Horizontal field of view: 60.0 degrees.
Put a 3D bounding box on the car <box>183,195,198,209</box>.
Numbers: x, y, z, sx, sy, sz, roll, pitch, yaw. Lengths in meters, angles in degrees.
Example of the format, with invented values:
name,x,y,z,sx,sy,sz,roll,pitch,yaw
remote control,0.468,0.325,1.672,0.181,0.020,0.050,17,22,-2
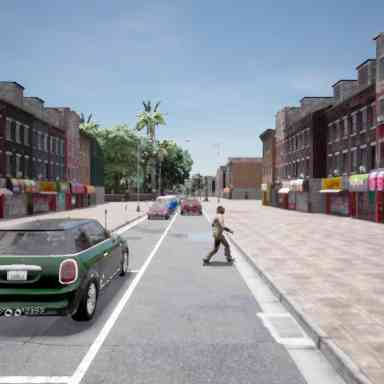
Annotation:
name,x,y,z,sx,sy,sz,roll,pitch,yaw
car,-0.207,1.395,47.157,2.097,1.767,4.553,0,0,0

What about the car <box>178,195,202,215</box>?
name,x,y,z,sx,sy,sz,roll,pitch,yaw
car,-0.091,1.374,34.382,2.097,1.767,4.553,0,0,0

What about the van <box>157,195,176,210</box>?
name,x,y,z,sx,sy,sz,roll,pitch,yaw
van,-2.811,1.363,33.881,1.690,1.788,3.998,0,0,0

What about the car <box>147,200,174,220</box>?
name,x,y,z,sx,sy,sz,roll,pitch,yaw
car,-2.783,1.595,28.416,1.802,1.307,4.206,0,0,0

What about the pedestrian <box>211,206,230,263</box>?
name,x,y,z,sx,sy,sz,roll,pitch,yaw
pedestrian,0.871,1.292,10.241,0.375,1.860,0.375,0,0,0

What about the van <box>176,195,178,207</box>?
name,x,y,z,sx,sy,sz,roll,pitch,yaw
van,-2.840,1.372,39.345,1.690,1.788,3.998,0,0,0

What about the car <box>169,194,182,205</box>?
name,x,y,z,sx,sy,sz,roll,pitch,yaw
car,-2.953,1.385,61.201,2.192,1.841,5.009,0,0,0

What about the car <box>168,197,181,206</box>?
name,x,y,z,sx,sy,sz,roll,pitch,yaw
car,-2.925,1.609,55.737,2.008,1.369,4.403,0,0,0

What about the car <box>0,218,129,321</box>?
name,x,y,z,sx,sy,sz,roll,pitch,yaw
car,-2.786,1.350,7.417,2.097,1.767,4.553,0,0,0

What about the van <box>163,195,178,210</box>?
name,x,y,z,sx,sy,sz,roll,pitch,yaw
van,-2.868,1.380,44.809,1.690,1.788,3.998,0,0,0
